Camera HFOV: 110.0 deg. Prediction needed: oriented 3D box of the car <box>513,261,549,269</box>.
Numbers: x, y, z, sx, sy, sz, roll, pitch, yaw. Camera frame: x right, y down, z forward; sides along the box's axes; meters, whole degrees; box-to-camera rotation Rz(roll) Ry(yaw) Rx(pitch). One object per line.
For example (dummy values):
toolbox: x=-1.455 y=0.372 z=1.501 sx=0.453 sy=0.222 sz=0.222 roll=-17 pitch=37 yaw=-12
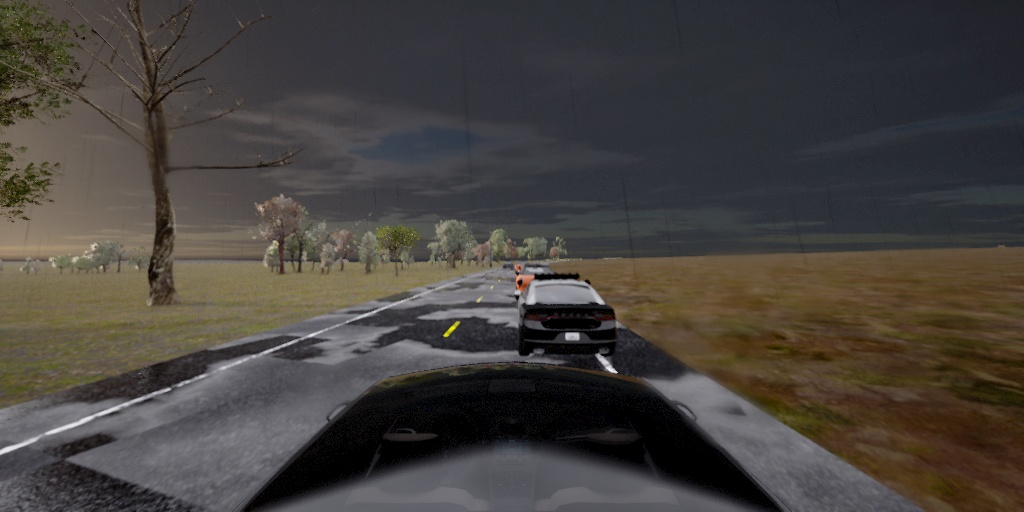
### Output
car: x=1.244 y=1.233 z=18.721 sx=2.097 sy=1.767 sz=4.553 roll=0 pitch=0 yaw=1

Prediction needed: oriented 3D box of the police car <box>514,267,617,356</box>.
police car: x=1.088 y=1.231 z=8.896 sx=1.930 sy=1.638 sz=5.238 roll=0 pitch=0 yaw=1
